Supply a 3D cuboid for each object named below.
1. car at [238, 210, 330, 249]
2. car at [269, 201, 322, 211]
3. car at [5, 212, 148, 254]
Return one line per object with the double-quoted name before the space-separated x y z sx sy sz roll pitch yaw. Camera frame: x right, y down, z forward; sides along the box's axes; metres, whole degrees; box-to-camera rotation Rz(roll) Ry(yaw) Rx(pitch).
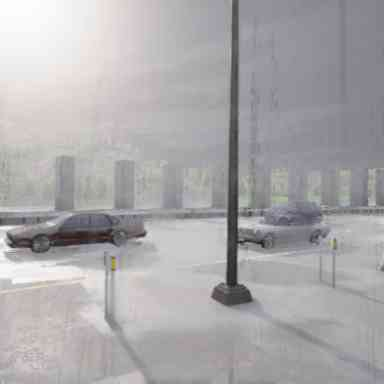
"car" 3.928 1.669 14.853 4.718 1.301 1.895 1 0 -32
"car" 7.730 1.480 25.213 4.553 1.767 2.097 1 0 -29
"car" -4.515 1.522 13.555 5.357 1.411 2.033 1 0 -34
